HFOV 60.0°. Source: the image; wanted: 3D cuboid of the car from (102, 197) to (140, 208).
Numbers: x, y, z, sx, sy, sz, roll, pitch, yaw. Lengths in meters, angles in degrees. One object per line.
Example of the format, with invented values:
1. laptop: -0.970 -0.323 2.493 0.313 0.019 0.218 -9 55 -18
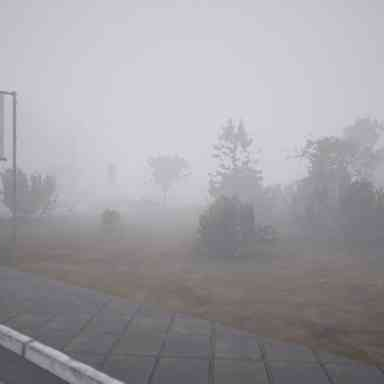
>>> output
1. car: -10.502 1.454 49.513 2.033 1.411 5.357 0 1 39

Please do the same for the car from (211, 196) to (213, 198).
1. car: 5.134 1.077 64.148 1.812 1.442 4.674 0 1 33

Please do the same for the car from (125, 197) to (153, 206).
1. car: -6.000 1.453 43.635 1.812 1.442 4.674 0 1 39

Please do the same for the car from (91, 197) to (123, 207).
1. car: -13.169 1.505 51.780 1.895 1.301 4.718 0 1 39

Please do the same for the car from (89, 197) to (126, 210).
1. car: -11.145 1.520 42.825 1.994 1.385 4.181 0 0 39

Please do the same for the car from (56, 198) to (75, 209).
1. car: -16.967 1.467 41.495 2.128 1.511 4.902 0 0 39
